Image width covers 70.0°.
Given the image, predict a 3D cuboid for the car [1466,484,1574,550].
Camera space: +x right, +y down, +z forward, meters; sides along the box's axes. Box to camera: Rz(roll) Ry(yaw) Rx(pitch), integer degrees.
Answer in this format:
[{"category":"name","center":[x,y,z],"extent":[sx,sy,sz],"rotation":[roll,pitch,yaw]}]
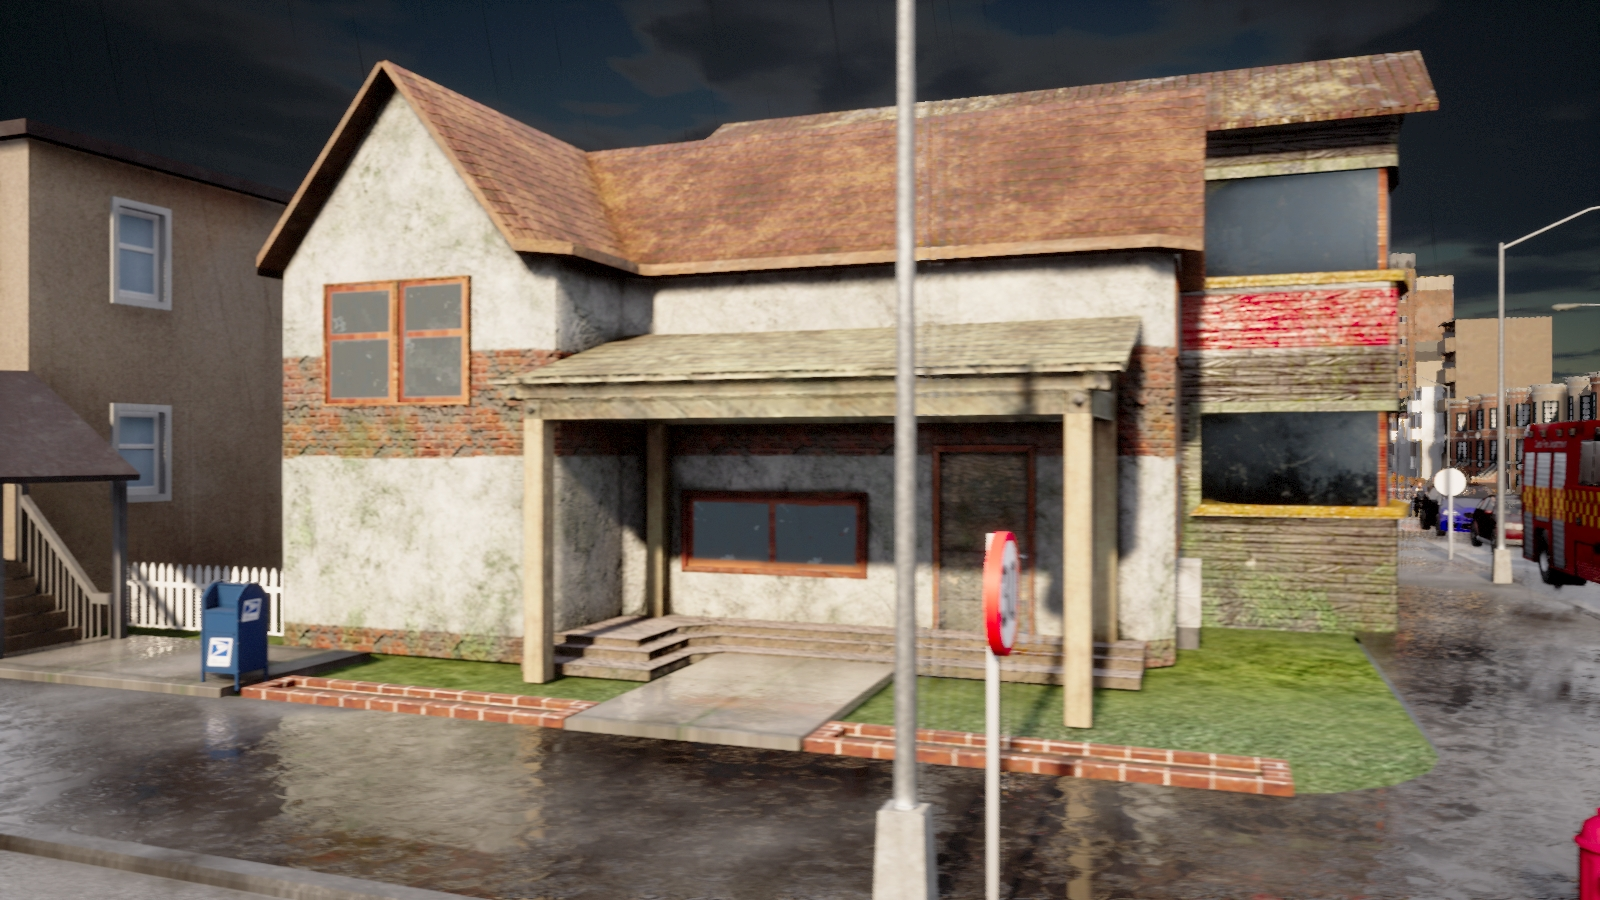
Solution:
[{"category":"car","center":[19.906,1.800,31.740],"extent":[1.789,1.549,3.705],"rotation":[0,0,20]}]

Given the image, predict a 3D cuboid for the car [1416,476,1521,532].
[{"category":"car","center":[22.311,1.749,38.324],"extent":[2.242,1.667,4.611],"rotation":[0,0,20]}]

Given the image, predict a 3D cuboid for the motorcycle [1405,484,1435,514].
[{"category":"motorcycle","center":[25.450,1.995,46.934],"extent":[0.803,1.145,2.033],"rotation":[0,0,20]}]

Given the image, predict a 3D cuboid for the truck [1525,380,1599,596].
[{"category":"truck","center":[15.923,0.673,20.781],"extent":[2.891,3.827,8.468],"rotation":[0,0,20]}]
